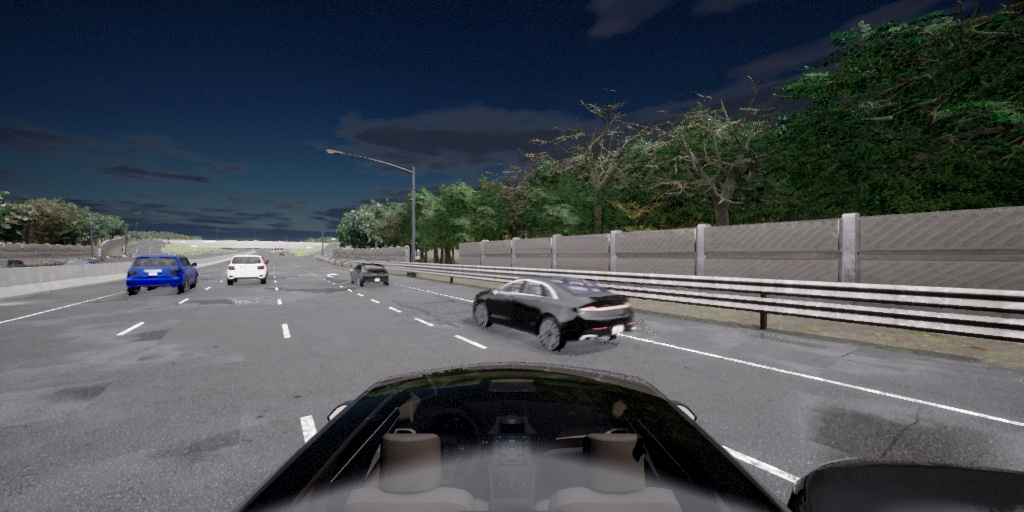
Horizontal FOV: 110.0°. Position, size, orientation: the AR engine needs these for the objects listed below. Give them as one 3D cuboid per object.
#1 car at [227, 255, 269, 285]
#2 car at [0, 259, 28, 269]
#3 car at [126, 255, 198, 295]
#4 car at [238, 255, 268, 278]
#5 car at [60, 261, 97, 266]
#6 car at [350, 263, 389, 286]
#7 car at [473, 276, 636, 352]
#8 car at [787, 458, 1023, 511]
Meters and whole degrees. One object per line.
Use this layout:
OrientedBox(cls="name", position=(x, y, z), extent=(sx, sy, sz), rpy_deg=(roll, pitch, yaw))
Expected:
OrientedBox(cls="car", position=(-19.245, 0.957, 26.189), extent=(2.150, 2.045, 5.566), rpy_deg=(0, 0, -34))
OrientedBox(cls="car", position=(-43.141, 1.067, 30.065), extent=(2.097, 1.767, 4.553), rpy_deg=(0, 0, -34))
OrientedBox(cls="car", position=(-19.281, 0.963, 19.972), extent=(2.150, 2.045, 5.566), rpy_deg=(0, 0, -34))
OrientedBox(cls="car", position=(-25.250, 0.946, 35.146), extent=(2.150, 2.045, 5.566), rpy_deg=(0, 0, -34))
OrientedBox(cls="car", position=(-42.196, 1.190, 34.959), extent=(1.882, 1.535, 5.008), rpy_deg=(0, 0, -34))
OrientedBox(cls="car", position=(-9.986, 1.248, 24.970), extent=(1.837, 1.490, 4.892), rpy_deg=(0, 0, -34))
OrientedBox(cls="car", position=(0.741, 1.241, 9.117), extent=(2.128, 1.511, 4.902), rpy_deg=(0, 0, -34))
OrientedBox(cls="car", position=(2.984, 1.315, 0.538), extent=(4.181, 1.385, 1.994), rpy_deg=(0, 0, 34))
